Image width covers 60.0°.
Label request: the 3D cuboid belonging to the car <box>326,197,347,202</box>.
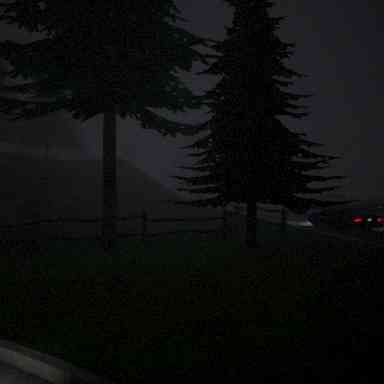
[{"bbox_3d":[14.062,1.564,34.257,1.994,1.385,4.181,0,0,-9],"label":"car"}]

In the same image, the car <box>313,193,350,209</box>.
[{"bbox_3d":[19.284,1.223,46.384,2.150,2.045,5.566,0,0,-9],"label":"car"}]

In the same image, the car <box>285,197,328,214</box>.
[{"bbox_3d":[10.790,1.477,32.497,1.882,1.535,5.008,0,0,-9],"label":"car"}]

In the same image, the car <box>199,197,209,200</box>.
[{"bbox_3d":[2.397,1.525,64.023,1.812,1.442,4.674,0,0,-9],"label":"car"}]

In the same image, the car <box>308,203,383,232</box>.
[{"bbox_3d":[9.127,1.547,20.294,2.033,1.411,5.357,0,0,-9],"label":"car"}]

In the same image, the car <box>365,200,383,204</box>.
[{"bbox_3d":[17.810,1.525,32.901,1.812,1.442,4.674,0,0,-9],"label":"car"}]
